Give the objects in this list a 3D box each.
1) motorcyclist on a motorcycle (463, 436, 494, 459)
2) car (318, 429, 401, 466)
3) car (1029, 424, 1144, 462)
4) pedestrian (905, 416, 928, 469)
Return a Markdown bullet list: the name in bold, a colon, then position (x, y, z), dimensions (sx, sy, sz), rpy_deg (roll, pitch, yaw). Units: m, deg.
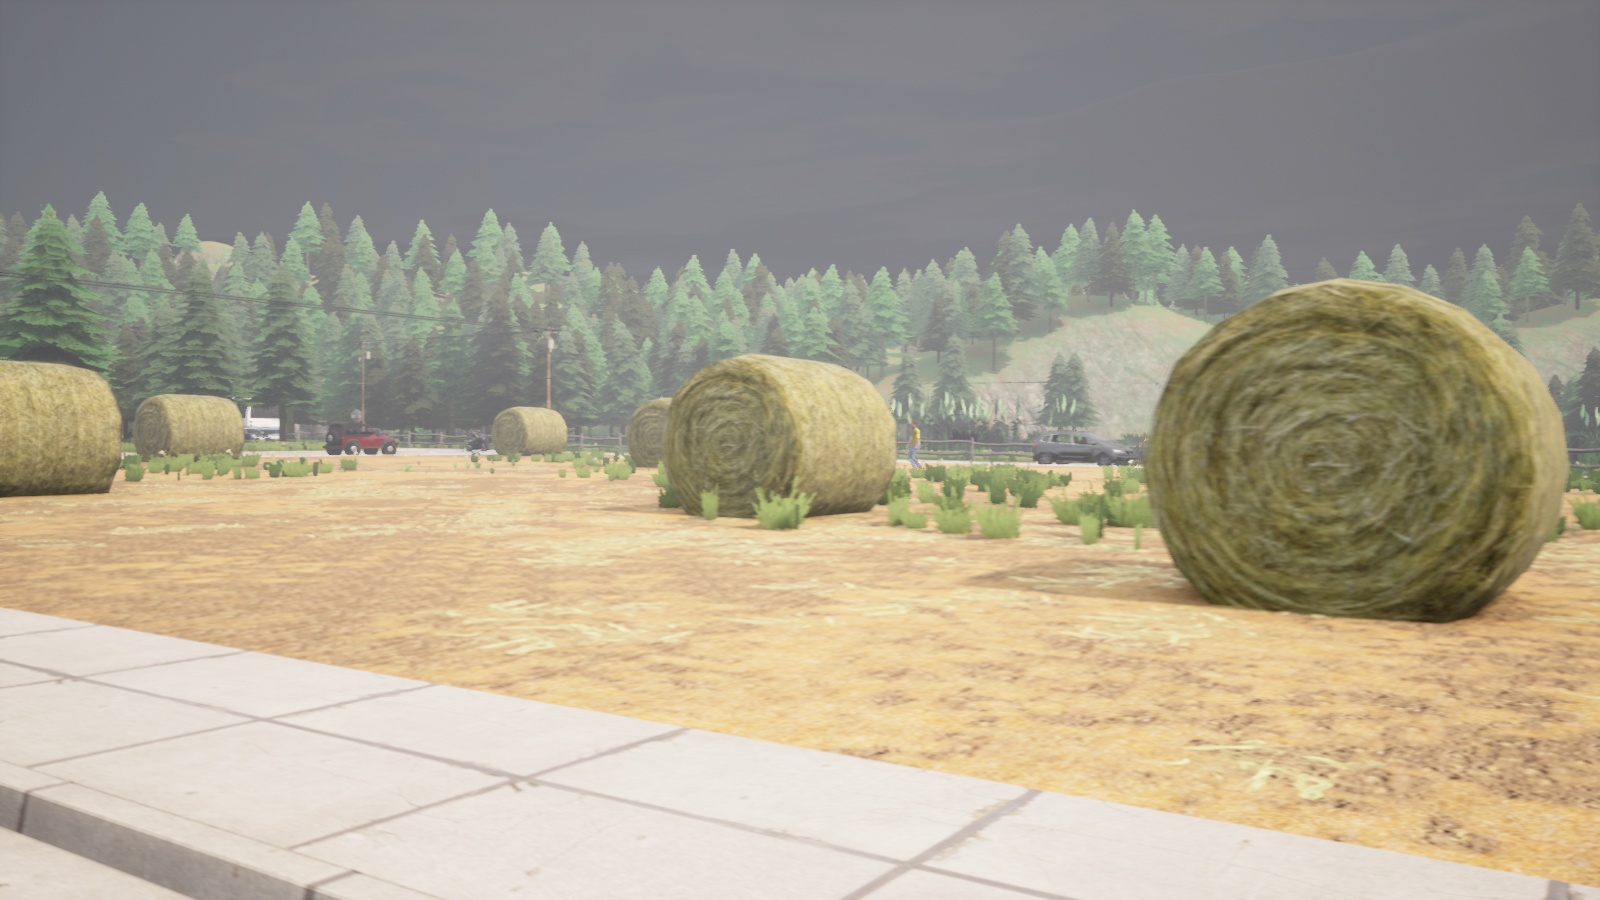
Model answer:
- **motorcyclist on a motorcycle**: position (-21.563, -0.191, 84.170), dimensions (2.191, 1.530, 0.866), rpy_deg (0, 1, 37)
- **car**: position (-23.792, -0.157, 67.916), dimensions (1.905, 1.878, 3.866), rpy_deg (0, 1, 35)
- **car**: position (13.113, -0.338, 57.634), dimensions (4.611, 1.667, 2.242), rpy_deg (0, 1, 37)
- **pedestrian**: position (4.101, -0.263, 44.152), dimensions (0.706, 1.836, 0.354), rpy_deg (-1, 1, -12)
